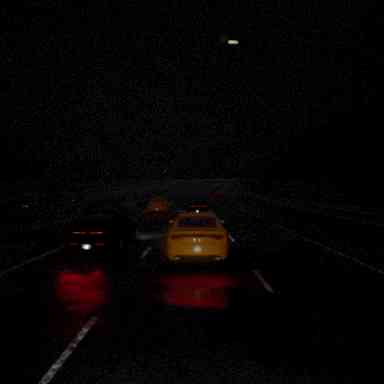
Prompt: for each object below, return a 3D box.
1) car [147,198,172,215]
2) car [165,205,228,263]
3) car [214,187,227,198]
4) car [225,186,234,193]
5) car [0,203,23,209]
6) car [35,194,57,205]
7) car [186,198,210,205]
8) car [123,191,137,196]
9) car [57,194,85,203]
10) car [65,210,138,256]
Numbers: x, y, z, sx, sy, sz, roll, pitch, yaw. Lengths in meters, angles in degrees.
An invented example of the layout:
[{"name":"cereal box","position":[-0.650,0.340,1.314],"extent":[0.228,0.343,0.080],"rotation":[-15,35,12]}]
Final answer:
[{"name":"car","position":[-2.959,1.273,31.263],"extent":[1.882,1.535,5.008],"rotation":[0,1,2]},{"name":"car","position":[0.176,1.441,11.832],"extent":[1.882,1.535,5.008],"rotation":[0,0,1]},{"name":"car","position":[5.400,0.383,66.010],"extent":[1.882,1.535,5.008],"rotation":[0,2,3]},{"name":"car","position":[10.398,-0.610,91.569],"extent":[1.812,1.442,4.674],"rotation":[0,2,5]},{"name":"car","position":[-13.831,1.464,24.280],"extent":[1.895,1.301,4.718],"rotation":[0,0,1]},{"name":"car","position":[-20.099,1.024,46.750],"extent":[1.837,1.490,4.892],"rotation":[0,1,3]},{"name":"car","position":[0.507,1.316,29.921],"extent":[1.837,1.490,4.892],"rotation":[0,1,1]},{"name":"car","position":[-12.158,0.489,65.613],"extent":[2.033,1.411,5.357],"rotation":[0,2,3]},{"name":"car","position":[-16.598,1.022,46.802],"extent":[1.837,1.490,4.892],"rotation":[0,1,3]},{"name":"car","position":[-3.312,1.460,12.930],"extent":[1.837,1.490,4.892],"rotation":[0,0,1]}]
